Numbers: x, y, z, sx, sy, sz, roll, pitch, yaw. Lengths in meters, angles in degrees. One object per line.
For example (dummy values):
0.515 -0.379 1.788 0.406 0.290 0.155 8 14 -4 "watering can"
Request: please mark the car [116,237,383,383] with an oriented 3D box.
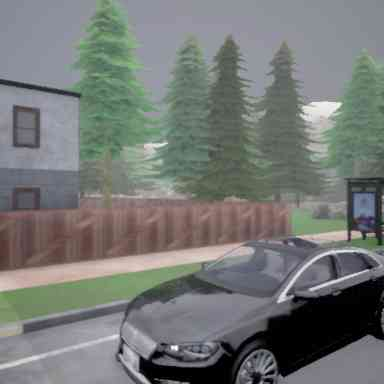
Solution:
1.352 1.497 4.944 4.902 1.511 2.128 0 0 -35 "car"
